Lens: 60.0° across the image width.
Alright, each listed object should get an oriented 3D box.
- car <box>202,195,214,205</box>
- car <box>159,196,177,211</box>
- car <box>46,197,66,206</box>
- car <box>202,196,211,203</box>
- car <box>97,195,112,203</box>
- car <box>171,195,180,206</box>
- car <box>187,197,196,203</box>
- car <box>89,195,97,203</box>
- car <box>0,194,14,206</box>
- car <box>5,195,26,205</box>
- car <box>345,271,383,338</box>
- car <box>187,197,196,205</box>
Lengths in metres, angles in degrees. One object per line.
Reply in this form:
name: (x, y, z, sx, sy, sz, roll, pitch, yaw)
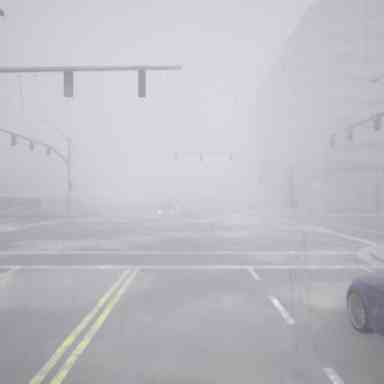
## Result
car: (3.442, 1.710, 71.137, 2.150, 2.045, 5.566, 0, 0, 0)
car: (-3.617, 1.801, 47.268, 1.882, 1.535, 5.008, 0, 0, 0)
car: (-26.762, 1.838, 64.642, 1.970, 1.475, 3.806, 0, 0, 0)
car: (3.435, 1.763, 80.653, 2.097, 1.767, 4.553, 0, 0, 0)
car: (-21.115, 1.715, 82.040, 1.932, 1.855, 4.605, 0, 0, 0)
car: (-3.553, 1.672, 65.919, 2.150, 2.045, 5.566, 0, 0, 0)
car: (-0.065, 1.933, 80.679, 2.128, 1.511, 4.902, 0, 0, 0)
car: (-24.009, 1.718, 82.103, 1.905, 1.878, 3.866, 0, 0, 0)
car: (-46.528, 1.958, 82.137, 1.970, 1.475, 3.806, 0, 0, 0)
car: (-43.633, 1.719, 82.119, 1.905, 1.878, 3.866, 0, 0, 0)
car: (3.568, 1.553, 3.884, 1.812, 1.442, 4.674, 0, 0, 0)
car: (-0.058, 2.012, 71.702, 1.812, 1.442, 4.674, 0, 0, 0)
